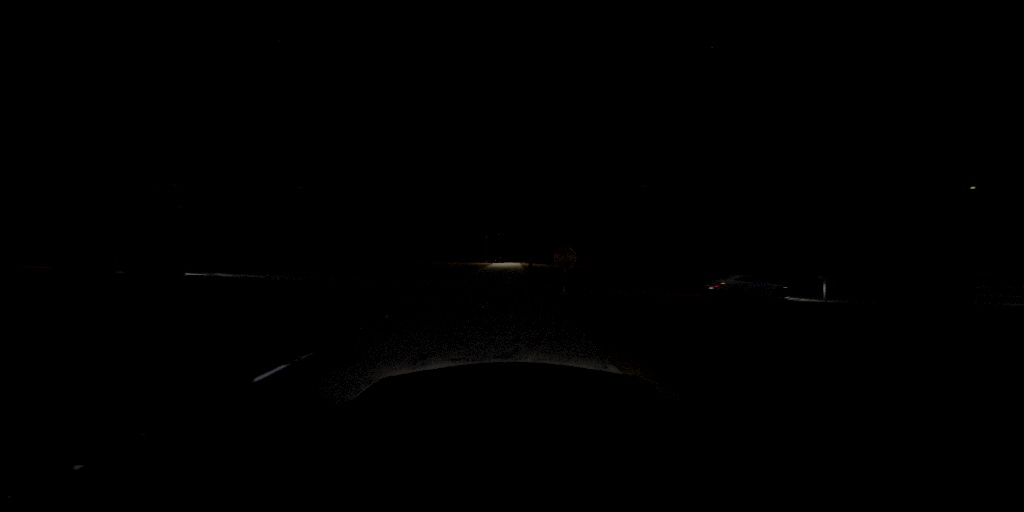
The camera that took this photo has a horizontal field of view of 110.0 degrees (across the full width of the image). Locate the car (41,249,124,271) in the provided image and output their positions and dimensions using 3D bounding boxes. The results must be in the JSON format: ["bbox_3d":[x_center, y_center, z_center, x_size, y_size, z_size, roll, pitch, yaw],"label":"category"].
[{"bbox_3d":[-26.455,0.223,22.813,4.718,1.301,1.895,2,-1,0],"label":"car"}]

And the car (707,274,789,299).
[{"bbox_3d":[15.086,1.916,23.042,4.674,1.442,1.812,2,-1,0],"label":"car"}]
